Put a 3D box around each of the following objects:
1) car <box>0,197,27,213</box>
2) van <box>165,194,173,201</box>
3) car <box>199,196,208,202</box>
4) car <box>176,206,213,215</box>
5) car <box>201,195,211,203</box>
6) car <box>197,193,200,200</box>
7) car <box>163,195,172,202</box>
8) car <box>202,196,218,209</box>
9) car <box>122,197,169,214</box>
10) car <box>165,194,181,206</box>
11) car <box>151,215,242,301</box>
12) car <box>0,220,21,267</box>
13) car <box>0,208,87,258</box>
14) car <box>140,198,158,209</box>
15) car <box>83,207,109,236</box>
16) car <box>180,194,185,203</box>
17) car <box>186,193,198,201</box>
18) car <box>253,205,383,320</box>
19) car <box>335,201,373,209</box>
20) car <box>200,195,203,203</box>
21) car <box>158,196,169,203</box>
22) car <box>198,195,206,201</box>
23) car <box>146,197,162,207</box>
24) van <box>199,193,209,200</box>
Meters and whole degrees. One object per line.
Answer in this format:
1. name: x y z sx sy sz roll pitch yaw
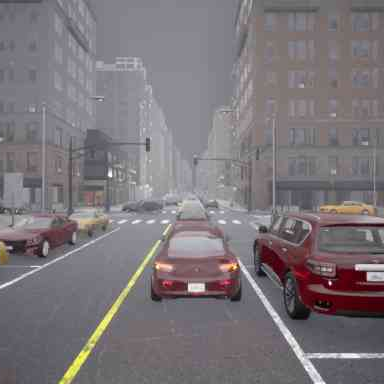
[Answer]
1. car: -17.245 1.198 29.697 4.553 1.767 2.097 1 -1 0
2. van: -5.805 1.371 85.232 1.690 1.788 3.998 1 0 0
3. car: 2.716 1.608 79.548 1.802 1.307 4.206 1 0 0
4. car: 0.072 1.605 17.375 1.895 1.301 4.718 0 0 0
5. car: 2.702 1.595 51.182 1.802 1.307 4.206 1 0 0
6. car: 2.713 1.335 68.202 2.192 1.841 5.009 1 0 0
7. car: -5.808 1.466 79.559 1.967 1.590 4.097 1 0 0
8. car: 2.699 1.593 45.508 1.802 1.307 4.206 1 0 0
9. car: -5.172 1.552 36.048 2.033 1.411 5.357 0 0 32
10. car: -3.068 1.519 51.922 1.837 1.490 4.892 0 0 0
11. car: 0.090 1.528 8.197 1.812 1.442 4.674 0 0 0
12. car: -5.845 1.527 7.083 1.752 1.417 4.829 1 0 0
13. car: -5.843 1.547 12.877 1.887 1.381 4.507 1 0 0
14. car: -5.827 1.555 45.522 1.887 1.381 4.507 1 0 0
15. car: -5.840 1.529 18.332 1.752 1.417 4.829 1 0 0
16. car: -2.981 1.583 66.848 1.994 1.385 4.181 0 0 1
17. car: 0.044 1.570 85.243 2.033 1.411 5.357 0 0 0
18. car: 2.683 1.317 7.240 2.192 1.841 5.009 1 0 0
19. car: 15.141 1.641 32.697 5.008 1.535 1.882 0 -1 1
20. car: 2.704 1.597 56.855 1.802 1.307 4.206 1 0 0
21. car: -5.815 1.602 68.213 1.802 1.307 4.206 1 0 0
22. car: 2.721 1.600 90.895 1.947 1.339 4.313 1 0 0
23. car: -5.824 1.557 51.195 1.887 1.381 4.507 1 0 0
24. van: 2.710 1.358 62.529 1.690 1.788 3.998 1 0 0
